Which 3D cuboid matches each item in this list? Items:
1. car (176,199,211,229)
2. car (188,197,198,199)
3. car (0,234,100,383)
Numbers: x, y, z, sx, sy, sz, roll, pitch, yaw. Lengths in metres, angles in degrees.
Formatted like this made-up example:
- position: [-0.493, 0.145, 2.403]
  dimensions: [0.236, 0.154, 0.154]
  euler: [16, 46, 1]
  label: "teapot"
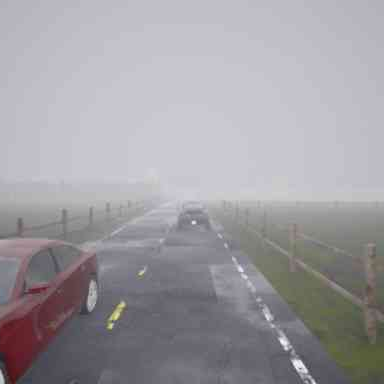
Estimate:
- position: [0.106, 1.411, 20.645]
  dimensions: [1.837, 1.490, 4.892]
  euler: [0, 0, 0]
  label: "car"
- position: [0.110, 1.344, 39.048]
  dimensions: [1.812, 1.442, 4.674]
  euler: [0, 0, 0]
  label: "car"
- position: [-2.749, 1.457, 4.596]
  dimensions: [1.882, 1.535, 5.008]
  euler: [0, 0, 0]
  label: "car"
